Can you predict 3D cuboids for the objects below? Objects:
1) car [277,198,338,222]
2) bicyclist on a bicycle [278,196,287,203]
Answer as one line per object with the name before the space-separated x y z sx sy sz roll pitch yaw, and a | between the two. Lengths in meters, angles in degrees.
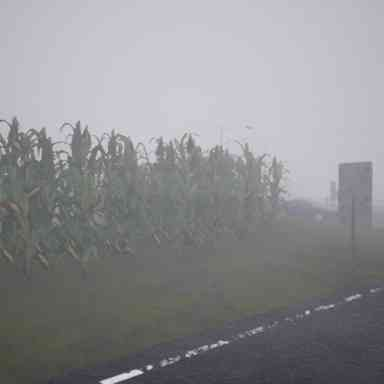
car | 8.625 1.275 24.772 1.882 1.535 5.008 1 0 -36
bicyclist on a bicycle | 9.292 1.236 34.058 1.656 1.620 0.582 -1 1 -36
